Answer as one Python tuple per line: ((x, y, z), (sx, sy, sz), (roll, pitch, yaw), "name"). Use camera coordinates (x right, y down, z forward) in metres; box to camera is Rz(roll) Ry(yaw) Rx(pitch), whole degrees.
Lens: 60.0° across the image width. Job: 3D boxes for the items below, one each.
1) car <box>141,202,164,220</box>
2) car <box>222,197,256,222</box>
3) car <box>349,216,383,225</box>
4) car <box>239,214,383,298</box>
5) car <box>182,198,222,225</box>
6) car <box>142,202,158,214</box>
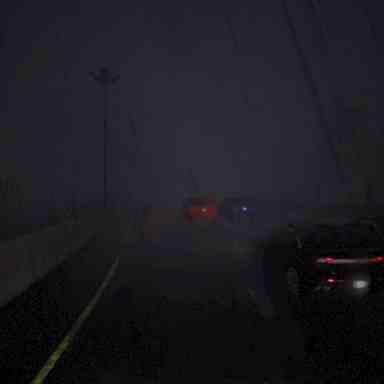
((-3.705, 1.780, 31.133), (1.837, 1.490, 4.892), (0, 0, -9), "car")
((3.742, 1.465, 28.812), (2.150, 2.045, 5.566), (0, 0, -9), "car")
((6.191, 1.582, 11.432), (2.128, 1.511, 4.902), (0, 0, -6), "car")
((2.964, 1.563, 8.737), (2.128, 1.511, 4.902), (0, -1, -6), "car")
((0.499, 1.456, 26.866), (2.150, 2.045, 5.566), (0, 0, -9), "car")
((-5.392, 1.972, 42.022), (1.895, 1.301, 4.718), (0, 0, -9), "car")
